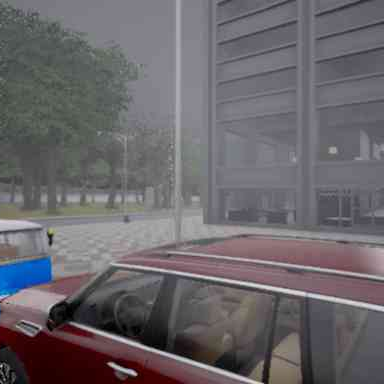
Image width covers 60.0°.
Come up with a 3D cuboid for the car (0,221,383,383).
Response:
[{"bbox_3d":[0.194,1.313,2.823,5.009,1.841,2.192,0,0,35],"label":"car"}]

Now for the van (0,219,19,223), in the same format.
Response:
[{"bbox_3d":[-4.234,1.333,5.978,3.998,1.788,1.690,0,0,35],"label":"van"}]
